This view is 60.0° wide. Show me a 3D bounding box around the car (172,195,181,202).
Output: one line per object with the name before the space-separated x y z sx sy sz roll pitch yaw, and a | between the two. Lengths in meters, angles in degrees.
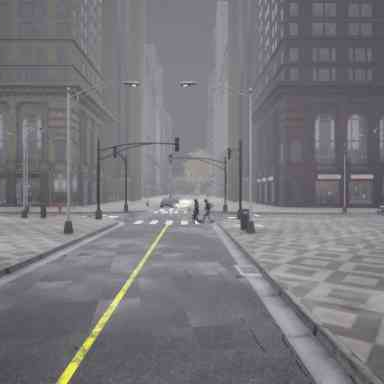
car | -3.596 1.538 78.763 1.812 1.442 4.674 0 0 0

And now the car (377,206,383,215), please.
car | 20.654 1.592 32.521 4.674 1.442 1.812 0 0 0

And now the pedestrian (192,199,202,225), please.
pedestrian | 0.338 1.293 22.463 0.375 1.860 0.375 0 0 0

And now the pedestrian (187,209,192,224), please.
pedestrian | -0.125 1.673 23.659 0.500 1.100 0.500 0 0 0

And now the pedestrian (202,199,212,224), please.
pedestrian | 1.002 1.293 23.070 0.375 1.860 0.375 0 0 0

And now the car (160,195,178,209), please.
car | -3.451 1.546 46.592 2.033 1.411 5.357 0 0 0

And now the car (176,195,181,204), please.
car | -3.536 1.362 63.268 2.097 1.767 4.553 0 0 0
